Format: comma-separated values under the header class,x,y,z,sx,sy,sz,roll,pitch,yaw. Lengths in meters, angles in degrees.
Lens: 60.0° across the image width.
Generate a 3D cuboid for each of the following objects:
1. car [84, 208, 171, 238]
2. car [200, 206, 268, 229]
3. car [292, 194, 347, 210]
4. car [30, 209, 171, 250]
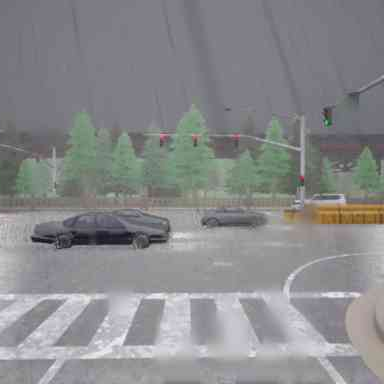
class,x,y,z,sx,sy,sz,roll,pitch,yaw
car,-3.193,1.558,17.184,4.181,1.385,1.994,0,0,-2
car,2.609,1.558,20.860,4.181,1.385,1.994,0,0,-2
car,13.548,1.210,35.398,5.566,2.045,2.150,0,0,-2
car,-3.639,1.543,13.669,5.357,1.411,2.033,0,0,-2
